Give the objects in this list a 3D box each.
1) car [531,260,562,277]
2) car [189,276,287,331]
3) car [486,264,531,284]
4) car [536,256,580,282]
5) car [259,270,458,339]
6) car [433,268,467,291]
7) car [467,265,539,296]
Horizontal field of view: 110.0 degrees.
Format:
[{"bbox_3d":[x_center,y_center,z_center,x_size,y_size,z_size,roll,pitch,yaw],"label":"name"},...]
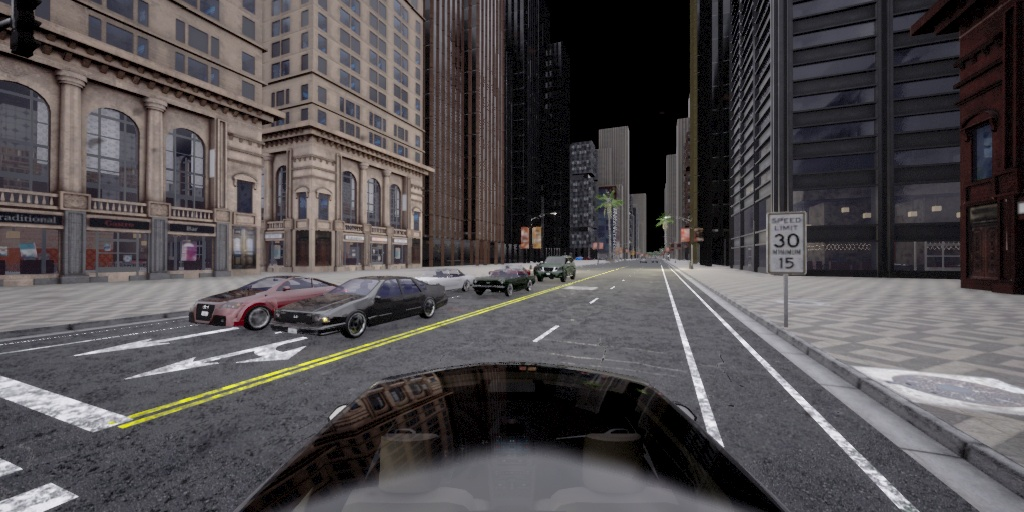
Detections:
[{"bbox_3d":[3.768,1.250,37.911,1.882,1.535,5.008,0,0,23],"label":"car"},{"bbox_3d":[-7.218,1.315,11.149,1.994,1.385,4.181,0,0,22],"label":"car"},{"bbox_3d":[-0.131,1.364,28.480,1.895,1.301,4.718,0,0,22],"label":"car"},{"bbox_3d":[3.733,0.986,29.332,2.150,2.045,5.566,0,0,22],"label":"car"},{"bbox_3d":[-3.952,1.299,10.558,2.033,1.411,5.357,0,0,22],"label":"car"},{"bbox_3d":[-3.905,1.356,19.260,1.895,1.301,4.718,0,0,22],"label":"car"},{"bbox_3d":[-0.321,1.357,19.433,1.895,1.301,4.718,0,0,22],"label":"car"}]
